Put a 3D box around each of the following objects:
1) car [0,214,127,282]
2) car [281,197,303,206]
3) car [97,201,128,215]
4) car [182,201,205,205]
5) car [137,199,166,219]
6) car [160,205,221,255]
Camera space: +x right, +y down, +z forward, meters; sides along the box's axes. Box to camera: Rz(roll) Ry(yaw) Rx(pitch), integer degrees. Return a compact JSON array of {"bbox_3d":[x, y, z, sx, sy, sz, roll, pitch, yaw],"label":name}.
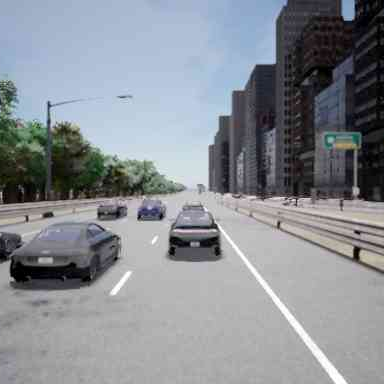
[{"bbox_3d":[-3.403,1.561,9.748,1.994,1.385,4.181,0,0,0],"label":"car"},{"bbox_3d":[18.206,1.665,60.763,2.128,1.511,4.902,0,0,-18],"label":"car"},{"bbox_3d":[-6.890,1.486,29.185,2.128,1.511,4.902,0,0,0],"label":"car"},{"bbox_3d":[0.110,1.486,29.172,2.128,1.511,4.902,0,0,0],"label":"car"},{"bbox_3d":[-3.391,1.347,28.923,2.097,1.767,4.553,0,0,0],"label":"car"},{"bbox_3d":[0.103,1.488,13.278,2.128,1.511,4.902,0,0,0],"label":"car"}]
